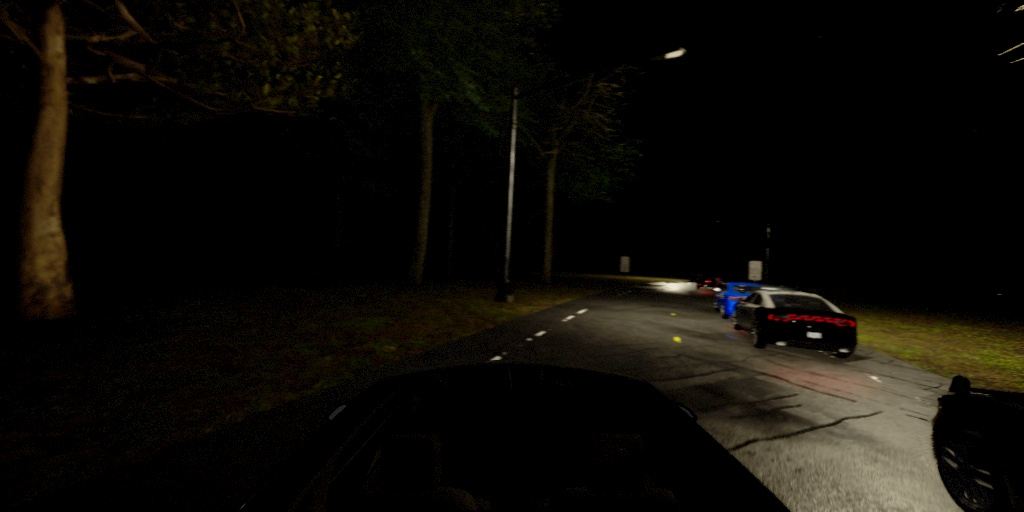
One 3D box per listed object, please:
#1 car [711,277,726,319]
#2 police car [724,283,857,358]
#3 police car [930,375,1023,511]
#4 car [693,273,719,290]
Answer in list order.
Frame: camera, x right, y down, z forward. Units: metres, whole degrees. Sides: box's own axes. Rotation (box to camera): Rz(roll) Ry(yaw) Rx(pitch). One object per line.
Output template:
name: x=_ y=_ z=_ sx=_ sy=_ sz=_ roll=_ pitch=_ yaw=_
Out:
car: x=10.211 y=1.917 z=15.842 sx=1.882 sy=1.535 sz=5.008 roll=2 pitch=-1 yaw=25
police car: x=7.878 y=1.677 z=10.520 sx=1.930 sy=1.638 sz=5.238 roll=2 pitch=-1 yaw=23
police car: x=4.233 y=1.373 z=1.346 sx=1.930 sy=1.638 sz=5.238 roll=2 pitch=-1 yaw=20
car: x=20.252 y=2.762 z=37.215 sx=1.837 sy=1.490 sz=4.892 roll=2 pitch=-1 yaw=31
